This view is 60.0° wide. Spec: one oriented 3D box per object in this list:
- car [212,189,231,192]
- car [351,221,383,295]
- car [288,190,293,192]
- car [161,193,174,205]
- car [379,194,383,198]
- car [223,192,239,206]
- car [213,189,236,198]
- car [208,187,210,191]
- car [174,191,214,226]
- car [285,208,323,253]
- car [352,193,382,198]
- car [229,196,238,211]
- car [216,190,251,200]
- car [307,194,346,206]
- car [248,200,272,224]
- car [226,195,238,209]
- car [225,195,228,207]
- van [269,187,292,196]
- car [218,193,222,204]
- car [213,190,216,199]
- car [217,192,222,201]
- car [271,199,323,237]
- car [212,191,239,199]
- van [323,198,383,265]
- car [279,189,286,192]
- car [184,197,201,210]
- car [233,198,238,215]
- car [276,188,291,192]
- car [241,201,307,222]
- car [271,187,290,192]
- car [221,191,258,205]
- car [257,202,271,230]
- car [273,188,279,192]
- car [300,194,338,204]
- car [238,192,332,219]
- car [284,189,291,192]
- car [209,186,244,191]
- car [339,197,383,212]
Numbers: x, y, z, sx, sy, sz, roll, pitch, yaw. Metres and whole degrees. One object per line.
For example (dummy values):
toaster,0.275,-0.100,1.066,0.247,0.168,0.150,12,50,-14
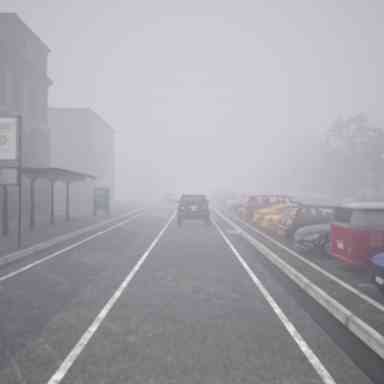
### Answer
car,6.490,0.778,59.594,4.892,1.521,2.231,0,2,0
car,6.266,1.506,6.677,5.008,1.535,2.097,0,0,0
car,19.536,0.906,56.940,4.792,1.488,2.163,0,2,0
car,-3.445,0.916,50.104,2.097,1.767,4.553,0,2,0
car,19.472,1.325,29.051,4.553,1.767,2.185,0,0,0
car,6.441,1.202,40.095,4.553,1.767,2.185,0,1,0
car,6.565,0.268,67.941,4.553,1.767,2.185,0,3,0
car,6.530,0.134,73.512,4.792,1.488,2.163,0,3,0
car,0.066,1.164,23.291,2.150,2.045,5.566,0,0,-1
car,6.292,1.497,12.244,4.892,1.521,2.231,0,0,0
car,19.494,1.152,34.630,5.566,2.045,2.435,0,1,0
car,6.367,1.433,31.732,5.008,1.535,2.097,0,0,0
car,6.428,0.941,51.234,4.553,1.767,2.185,0,2,0
car,19.521,1.143,48.444,4.892,1.521,2.231,0,2,0
car,6.318,1.476,20.593,5.008,1.535,2.097,0,0,0
car,6.379,1.406,34.522,5.008,1.535,2.097,0,1,0
car,6.400,1.411,37.311,4.674,1.452,2.002,0,1,0
van,19.512,-0.125,73.523,4.442,1.987,1.878,-1,3,0
car,6.464,1.244,45.665,4.792,1.488,2.163,0,1,0
car,6.455,0.915,56.818,4.792,1.488,2.163,0,2,0
car,6.418,1.174,48.452,4.792,1.488,2.163,0,1,0
car,6.267,1.363,15.152,4.553,1.767,2.185,0,0,0
car,6.516,0.530,65.172,5.008,1.535,2.097,0,3,0
van,6.390,1.275,9.459,4.442,1.987,1.878,0,0,0
car,19.775,0.651,62.385,5.366,1.575,1.946,0,3,0
car,-0.001,1.323,41.141,1.994,1.385,4.181,0,1,0
car,6.331,1.482,28.945,4.792,1.488,2.163,0,0,0
car,19.630,0.556,65.176,4.792,1.488,2.163,0,3,0
car,6.345,1.503,26.160,4.674,1.452,2.002,0,0,0
car,19.630,0.278,70.867,4.674,1.452,2.002,0,3,0
car,6.453,1.150,42.875,4.553,1.767,2.185,0,1,0
car,6.496,1.480,17.809,5.366,1.575,1.946,0,0,0
car,19.617,0.422,68.085,4.674,1.452,2.002,0,3,0
car,19.535,1.060,51.361,5.008,1.535,2.097,0,2,0
car,6.364,1.219,23.376,5.566,2.045,2.435,0,0,0
car,19.762,0.770,59.592,5.366,1.575,1.946,0,3,0
car,6.538,0.407,62.370,5.566,2.045,2.435,0,3,0
car,19.483,1.367,37.422,5.008,1.535,2.097,0,1,0
